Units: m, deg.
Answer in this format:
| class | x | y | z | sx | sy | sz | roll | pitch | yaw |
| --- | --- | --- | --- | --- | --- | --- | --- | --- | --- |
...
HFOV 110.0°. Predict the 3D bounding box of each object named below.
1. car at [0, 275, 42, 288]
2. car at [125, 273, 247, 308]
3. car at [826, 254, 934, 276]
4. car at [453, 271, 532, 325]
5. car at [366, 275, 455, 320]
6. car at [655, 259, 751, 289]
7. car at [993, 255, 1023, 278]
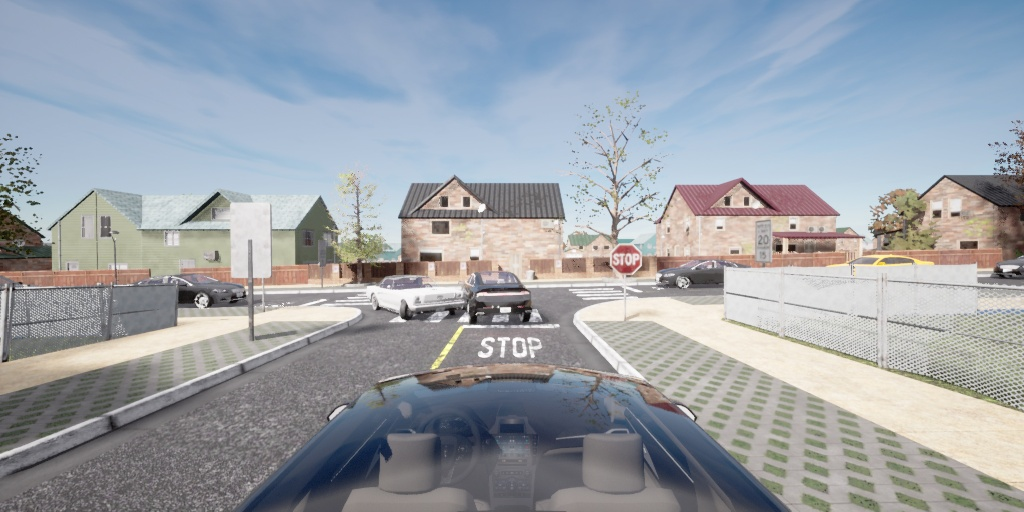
| class | x | y | z | sx | sy | sz | roll | pitch | yaw |
| --- | --- | --- | --- | --- | --- | --- | --- | --- | --- |
| car | -24.236 | 1.648 | 16.340 | 4.553 | 1.767 | 2.097 | -1 | 1 | 0 |
| car | -14.899 | 1.566 | 16.378 | 4.902 | 1.511 | 2.128 | -1 | 1 | 0 |
| car | 19.765 | 0.690 | 19.460 | 5.008 | 1.535 | 1.882 | -1 | 1 | -1 |
| car | -0.683 | 1.242 | 12.020 | 2.128 | 1.511 | 4.902 | 0 | 0 | -12 |
| car | -3.600 | 1.368 | 12.880 | 1.895 | 1.301 | 4.718 | 0 | 0 | -38 |
| car | 10.335 | 0.926 | 19.426 | 4.902 | 1.511 | 2.128 | -1 | 1 | 0 |
| car | 29.390 | 0.478 | 19.494 | 4.902 | 1.511 | 2.128 | -1 | 1 | 0 |
